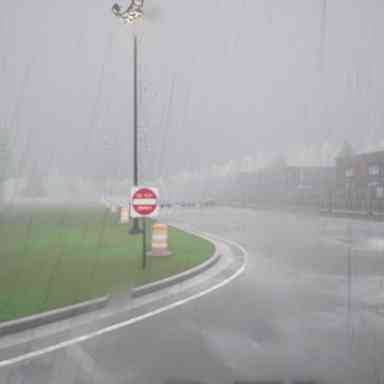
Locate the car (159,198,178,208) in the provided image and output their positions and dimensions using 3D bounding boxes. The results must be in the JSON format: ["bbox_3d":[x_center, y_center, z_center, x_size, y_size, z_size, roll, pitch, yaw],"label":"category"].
[{"bbox_3d":[-4.223,1.877,53.949,1.895,1.301,4.718,0,0,-16],"label":"car"}]

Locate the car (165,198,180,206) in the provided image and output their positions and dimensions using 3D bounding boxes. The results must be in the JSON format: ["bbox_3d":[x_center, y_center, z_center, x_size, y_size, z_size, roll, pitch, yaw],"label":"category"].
[{"bbox_3d":[-3.807,1.927,64.517,1.895,1.301,4.718,0,0,-17],"label":"car"}]

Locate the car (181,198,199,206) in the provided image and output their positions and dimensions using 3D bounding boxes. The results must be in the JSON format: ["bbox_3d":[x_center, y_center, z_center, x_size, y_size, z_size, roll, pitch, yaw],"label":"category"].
[{"bbox_3d":[-0.448,1.868,65.498,2.033,1.411,5.357,0,0,-17],"label":"car"}]

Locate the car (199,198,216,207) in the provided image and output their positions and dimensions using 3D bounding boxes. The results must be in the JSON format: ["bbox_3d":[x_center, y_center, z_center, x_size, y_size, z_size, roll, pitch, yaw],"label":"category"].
[{"bbox_3d":[2.476,1.771,55.973,1.837,1.490,4.892,0,0,-16],"label":"car"}]

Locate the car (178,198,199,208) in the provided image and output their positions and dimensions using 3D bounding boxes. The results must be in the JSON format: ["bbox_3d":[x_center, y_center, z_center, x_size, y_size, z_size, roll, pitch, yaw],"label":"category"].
[{"bbox_3d":[-0.865,1.835,54.939,1.994,1.385,4.181,0,0,-16],"label":"car"}]

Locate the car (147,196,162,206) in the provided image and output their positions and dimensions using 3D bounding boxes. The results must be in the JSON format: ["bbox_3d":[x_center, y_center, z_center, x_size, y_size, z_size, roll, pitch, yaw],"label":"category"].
[{"bbox_3d":[-7.142,1.683,63.451,2.097,1.767,4.553,0,0,-17],"label":"car"}]
